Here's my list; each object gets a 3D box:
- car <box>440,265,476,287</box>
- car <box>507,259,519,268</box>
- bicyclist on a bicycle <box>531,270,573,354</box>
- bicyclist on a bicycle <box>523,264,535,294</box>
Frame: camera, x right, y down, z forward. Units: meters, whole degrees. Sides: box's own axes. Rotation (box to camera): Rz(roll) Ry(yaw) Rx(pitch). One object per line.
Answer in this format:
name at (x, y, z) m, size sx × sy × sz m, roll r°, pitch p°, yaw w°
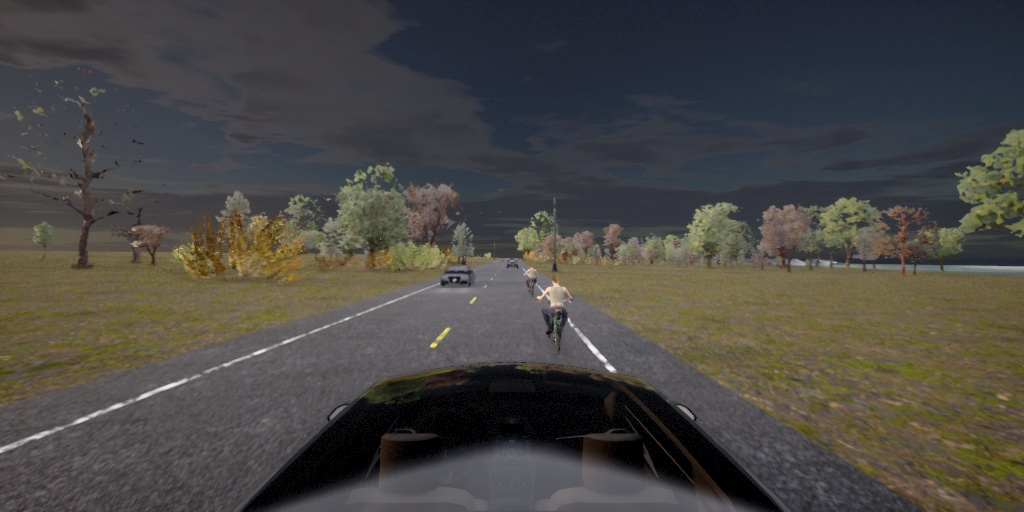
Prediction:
car at (-3.602, 1.318, 24.511) m, size 1.994 × 1.385 × 4.181 m, roll 0°, pitch 0°, yaw 0°
car at (0.095, 1.285, 61.696) m, size 1.812 × 1.442 × 4.674 m, roll 0°, pitch 0°, yaw 0°
bicyclist on a bicycle at (0.945, 1.188, 7.797) m, size 0.866 × 1.612 × 1.509 m, roll 0°, pitch 0°, yaw 0°
bicyclist on a bicycle at (0.980, 1.190, 17.939) m, size 0.866 × 1.612 × 1.509 m, roll 0°, pitch 0°, yaw 0°
